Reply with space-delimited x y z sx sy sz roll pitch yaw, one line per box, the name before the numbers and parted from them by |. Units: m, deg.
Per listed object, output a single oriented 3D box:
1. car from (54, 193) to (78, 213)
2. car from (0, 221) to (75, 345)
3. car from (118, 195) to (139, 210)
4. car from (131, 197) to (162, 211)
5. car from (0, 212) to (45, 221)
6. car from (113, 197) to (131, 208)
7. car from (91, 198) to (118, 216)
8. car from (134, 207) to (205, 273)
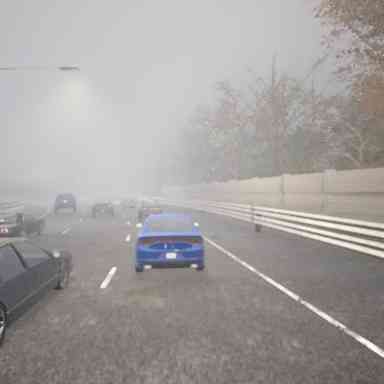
car | -13.814 1.107 36.465 2.150 2.045 5.566 0 0 -20
car | -3.700 1.533 5.880 2.033 1.411 5.357 0 0 -4
car | -7.521 1.401 39.451 2.033 1.411 5.357 0 0 -19
car | -3.412 1.388 26.202 2.128 1.511 4.902 0 0 -13
car | -8.264 1.561 15.230 1.895 1.301 4.718 0 0 -9
car | -9.629 1.435 45.586 1.895 1.301 4.718 0 0 -18
car | -8.288 1.385 30.833 2.128 1.511 4.902 0 0 -16
car | -0.770 1.434 10.654 1.882 1.535 5.008 0 0 -6
